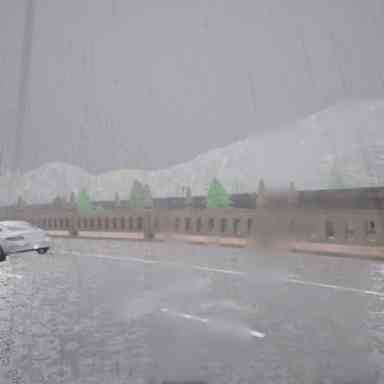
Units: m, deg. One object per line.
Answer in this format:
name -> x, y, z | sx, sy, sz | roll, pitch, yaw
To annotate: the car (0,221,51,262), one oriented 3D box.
car -> -7.719, 1.933, 13.800 | 4.674, 1.442, 1.812 | -4, -2, 35
